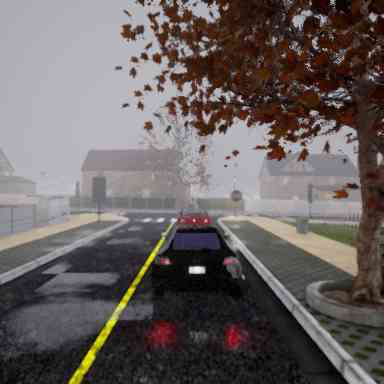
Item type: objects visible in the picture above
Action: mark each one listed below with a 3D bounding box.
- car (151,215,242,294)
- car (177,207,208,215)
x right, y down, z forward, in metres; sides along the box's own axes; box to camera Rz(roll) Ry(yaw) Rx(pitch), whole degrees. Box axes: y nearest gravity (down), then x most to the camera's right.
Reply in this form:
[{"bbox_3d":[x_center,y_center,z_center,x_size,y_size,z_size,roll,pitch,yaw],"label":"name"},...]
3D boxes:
[{"bbox_3d":[0.101,1.540,8.725,1.994,1.385,4.181,0,0,0],"label":"car"},{"bbox_3d":[0.066,1.547,19.918,1.895,1.301,4.718,0,0,-1],"label":"car"}]
